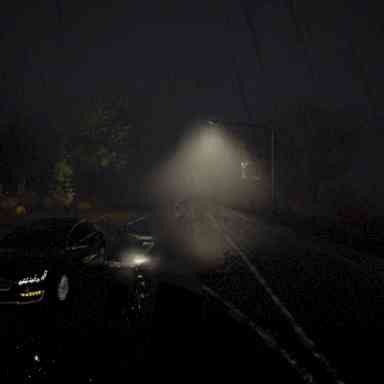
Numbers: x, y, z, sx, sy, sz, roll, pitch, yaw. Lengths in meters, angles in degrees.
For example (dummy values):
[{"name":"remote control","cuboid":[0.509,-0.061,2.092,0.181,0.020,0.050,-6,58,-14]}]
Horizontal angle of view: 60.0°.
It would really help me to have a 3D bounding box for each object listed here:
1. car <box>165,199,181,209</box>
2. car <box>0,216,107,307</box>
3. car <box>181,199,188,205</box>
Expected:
[{"name":"car","cuboid":[-3.472,2.062,57.399,2.097,1.767,4.553,0,-1,0]},{"name":"car","cuboid":[-3.437,1.420,8.078,1.837,1.490,4.892,1,1,0]},{"name":"car","cuboid":[-2.086,2.516,83.579,1.882,1.535,5.008,0,-1,6]}]
